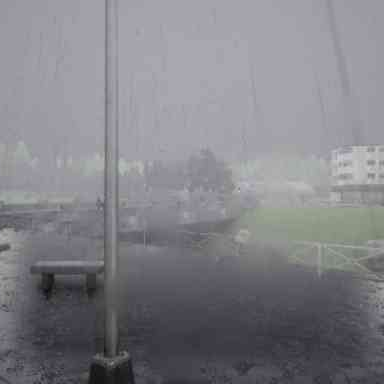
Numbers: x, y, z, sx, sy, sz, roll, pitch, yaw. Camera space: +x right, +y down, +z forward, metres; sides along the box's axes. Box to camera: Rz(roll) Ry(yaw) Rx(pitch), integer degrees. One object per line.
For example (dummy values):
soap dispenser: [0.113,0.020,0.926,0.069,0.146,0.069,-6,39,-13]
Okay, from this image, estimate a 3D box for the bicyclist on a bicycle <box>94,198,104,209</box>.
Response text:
bicyclist on a bicycle: [-8.304,1.342,29.832,1.656,1.620,0.582,0,0,35]

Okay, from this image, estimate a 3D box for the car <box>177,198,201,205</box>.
car: [-0.361,1.556,48.367,1.994,1.385,4.181,0,0,36]
